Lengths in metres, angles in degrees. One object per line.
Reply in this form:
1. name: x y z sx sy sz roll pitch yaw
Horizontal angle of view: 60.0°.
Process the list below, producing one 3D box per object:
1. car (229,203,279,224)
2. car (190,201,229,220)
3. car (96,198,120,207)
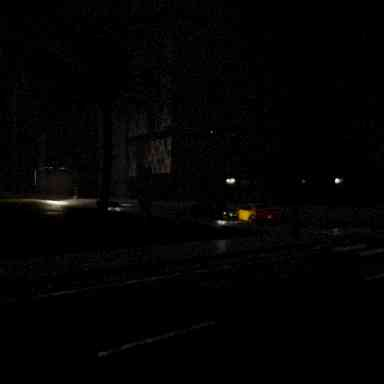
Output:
1. car: 4.890 1.607 25.867 1.882 1.535 5.008 -2 0 -14
2. car: 1.759 1.590 28.927 1.837 1.490 4.892 1 0 -36
3. car: -12.251 1.571 48.453 1.895 1.301 4.718 1 0 -35
